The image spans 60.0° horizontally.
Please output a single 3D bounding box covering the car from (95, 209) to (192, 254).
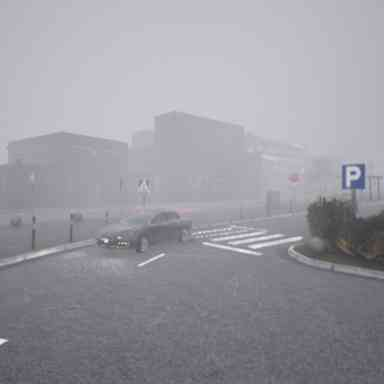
[{"bbox_3d":[-1.787,1.482,13.758,1.837,1.490,4.892,-1,0,31],"label":"car"}]

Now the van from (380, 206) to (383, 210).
[{"bbox_3d":[10.926,1.164,15.343,1.878,1.987,4.442,-2,2,-41],"label":"van"}]

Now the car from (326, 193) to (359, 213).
[{"bbox_3d":[11.649,0.918,26.954,4.553,1.767,2.097,-2,2,-41],"label":"car"}]
